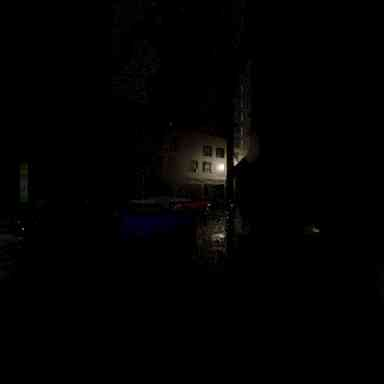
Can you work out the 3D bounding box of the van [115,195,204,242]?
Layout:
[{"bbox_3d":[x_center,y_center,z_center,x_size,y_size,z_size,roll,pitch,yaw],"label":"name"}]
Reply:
[{"bbox_3d":[-1.366,1.208,15.453,1.690,1.788,3.998,1,1,36],"label":"van"}]

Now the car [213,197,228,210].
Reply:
[{"bbox_3d":[1.474,1.167,34.105,1.947,1.339,4.313,1,2,36],"label":"car"}]

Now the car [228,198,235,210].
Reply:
[{"bbox_3d":[5.396,1.074,35.010,2.128,1.511,4.902,0,1,36],"label":"car"}]

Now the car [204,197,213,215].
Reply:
[{"bbox_3d":[-0.607,1.062,26.618,2.097,1.767,4.553,0,1,36],"label":"car"}]

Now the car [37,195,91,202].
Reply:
[{"bbox_3d":[-8.304,1.123,20.406,2.192,1.841,5.009,1,1,36],"label":"car"}]

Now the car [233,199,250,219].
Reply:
[{"bbox_3d":[5.151,1.280,24.585,2.008,1.369,4.403,1,1,36],"label":"car"}]

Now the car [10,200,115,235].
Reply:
[{"bbox_3d":[-6.592,1.383,18.237,2.033,1.411,5.357,0,1,36],"label":"car"}]
